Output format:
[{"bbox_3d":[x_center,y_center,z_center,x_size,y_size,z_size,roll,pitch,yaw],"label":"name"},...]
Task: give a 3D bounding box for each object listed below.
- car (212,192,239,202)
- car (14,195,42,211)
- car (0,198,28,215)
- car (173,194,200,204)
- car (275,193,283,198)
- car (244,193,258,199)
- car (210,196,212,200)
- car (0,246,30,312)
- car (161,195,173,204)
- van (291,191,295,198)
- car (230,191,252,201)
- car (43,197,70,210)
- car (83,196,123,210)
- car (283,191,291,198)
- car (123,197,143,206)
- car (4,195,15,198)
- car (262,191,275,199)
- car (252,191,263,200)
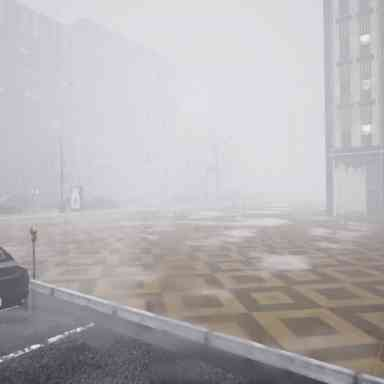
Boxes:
[{"bbox_3d":[5.990,1.093,59.644,2.008,1.369,4.403,-1,0,36],"label":"car"},{"bbox_3d":[-20.243,1.228,37.690,2.192,1.841,5.009,-1,0,36],"label":"car"},{"bbox_3d":[-16.694,1.413,28.298,1.802,1.307,4.206,-1,0,36],"label":"car"},{"bbox_3d":[-0.492,1.062,50.688,1.967,1.590,4.097,-1,0,36],"label":"car"},{"bbox_3d":[18.953,0.938,77.555,2.008,1.369,4.403,-1,0,36],"label":"car"},{"bbox_3d":[15.406,1.040,86.947,1.947,1.339,4.313,-1,0,36],"label":"car"},{"bbox_3d":[5.683,1.029,73.513,1.967,1.590,4.097,-1,0,36],"label":"car"},{"bbox_3d":[-4.926,1.553,6.558,4.403,1.369,2.008,0,-1,35],"label":"car"},{"bbox_3d":[-3.213,1.174,56.718,2.128,1.511,4.902,-1,0,37],"label":"car"},{"bbox_3d":[25.432,0.654,86.511,1.690,1.788,3.998,-1,0,36],"label":"van"},{"bbox_3d":[9.231,1.048,64.121,1.887,1.381,4.507,-1,0,36],"label":"car"},{"bbox_3d":[-15.090,1.360,40.395,1.812,1.442,4.674,-1,0,36],"label":"car"},{"bbox_3d":[-10.214,1.186,37.254,1.967,1.590,4.097,-1,0,36],"label":"car"},{"bbox_3d":[22.194,0.932,82.033,1.802,1.307,4.206,-1,0,36],"label":"car"},{"bbox_3d":[-9.383,1.362,48.278,1.895,1.301,4.718,-1,0,36],"label":"car"},{"bbox_3d":[-20.654,1.385,32.699,1.882,1.535,5.008,-1,0,37],"label":"car"},{"bbox_3d":[15.710,0.740,73.077,2.192,1.841,5.009,-1,0,36],"label":"car"},{"bbox_3d":[12.472,1.046,68.599,1.802,1.307,4.206,-1,0,36],"label":"car"}]
